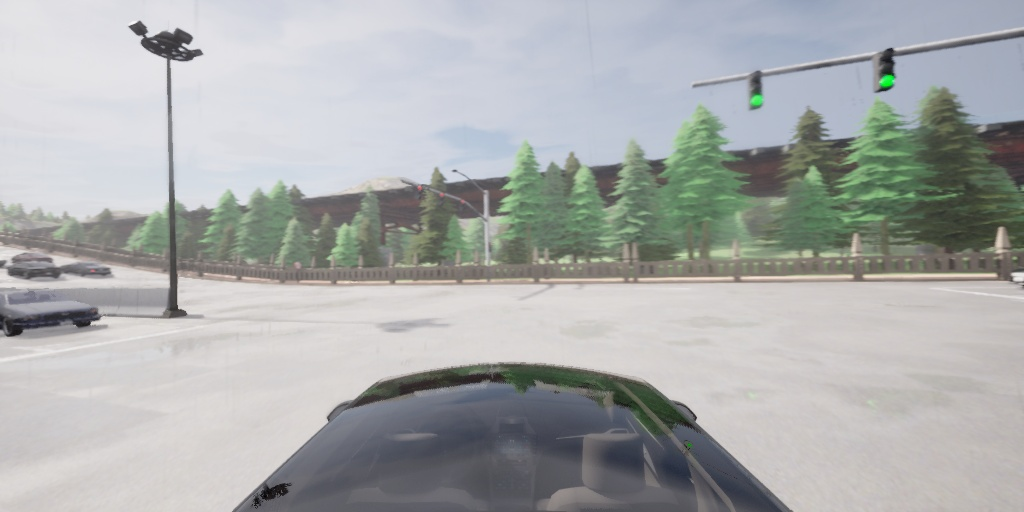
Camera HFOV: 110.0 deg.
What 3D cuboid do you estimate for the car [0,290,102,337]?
[{"bbox_3d":[-17.384,1.935,12.814,5.357,1.411,2.033,-2,-1,18],"label":"car"}]

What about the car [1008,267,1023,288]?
[{"bbox_3d":[23.439,0.632,14.188,4.902,1.511,2.128,-2,-1,18],"label":"car"}]

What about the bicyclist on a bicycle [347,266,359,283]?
[{"bbox_3d":[-15.651,1.846,35.409,0.582,1.620,1.656,-2,0,18],"label":"bicyclist on a bicycle"}]

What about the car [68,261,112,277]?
[{"bbox_3d":[-43.330,1.238,36.511,5.357,1.411,2.033,5,2,19],"label":"car"}]

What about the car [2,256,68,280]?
[{"bbox_3d":[-44.023,1.209,33.062,5.008,1.535,1.882,5,2,19],"label":"car"}]
